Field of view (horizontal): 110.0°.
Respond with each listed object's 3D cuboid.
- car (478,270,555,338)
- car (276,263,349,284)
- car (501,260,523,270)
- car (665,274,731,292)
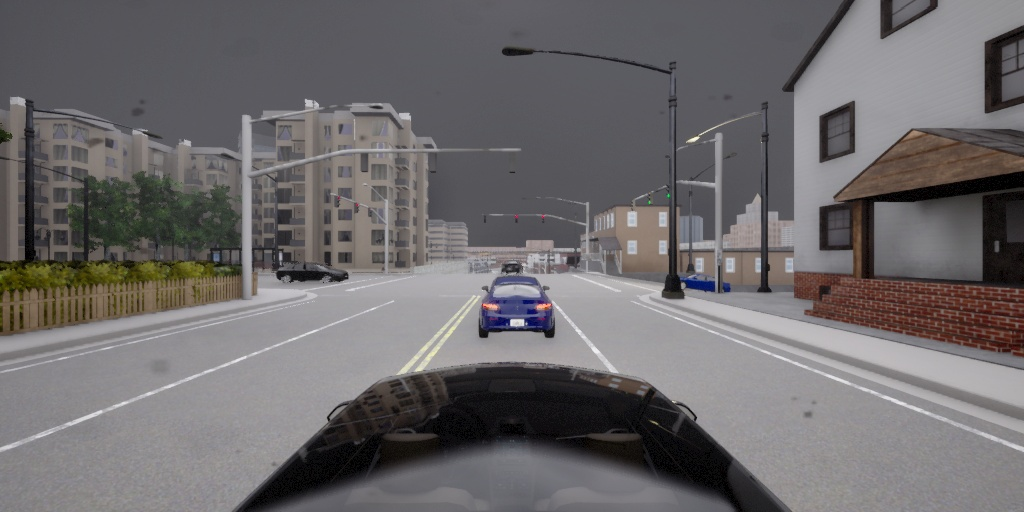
[{"bbox_3d":[0.107,1.276,10.055,1.812,1.442,4.674,0,0,0],"label":"car"},{"bbox_3d":[-14.656,1.255,26.468,4.892,1.490,1.837,0,0,1],"label":"car"},{"bbox_3d":[0.040,1.208,38.496,1.882,1.535,5.008,0,-2,7],"label":"car"},{"bbox_3d":[15.369,2.209,29.744,5.008,1.535,1.882,9,0,1],"label":"car"}]
